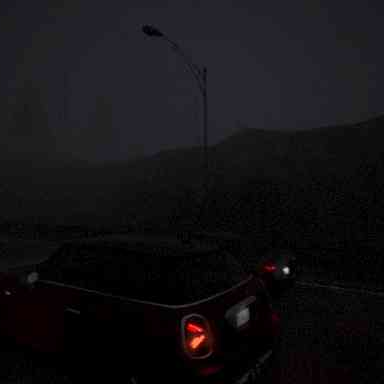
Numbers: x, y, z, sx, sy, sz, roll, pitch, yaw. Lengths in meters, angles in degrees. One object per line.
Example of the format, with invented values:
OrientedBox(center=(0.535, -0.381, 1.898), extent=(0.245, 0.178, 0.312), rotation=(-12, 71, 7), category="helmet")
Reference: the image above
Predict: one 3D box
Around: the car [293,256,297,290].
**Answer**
OrientedBox(center=(0.330, 1.623, 8.055), extent=(4.181, 1.385, 1.994), rotation=(-1, -1, 35), category="car")

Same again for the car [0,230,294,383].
OrientedBox(center=(-1.174, 1.401, 4.829), extent=(4.553, 1.767, 2.097), rotation=(-1, -1, 36), category="car")
